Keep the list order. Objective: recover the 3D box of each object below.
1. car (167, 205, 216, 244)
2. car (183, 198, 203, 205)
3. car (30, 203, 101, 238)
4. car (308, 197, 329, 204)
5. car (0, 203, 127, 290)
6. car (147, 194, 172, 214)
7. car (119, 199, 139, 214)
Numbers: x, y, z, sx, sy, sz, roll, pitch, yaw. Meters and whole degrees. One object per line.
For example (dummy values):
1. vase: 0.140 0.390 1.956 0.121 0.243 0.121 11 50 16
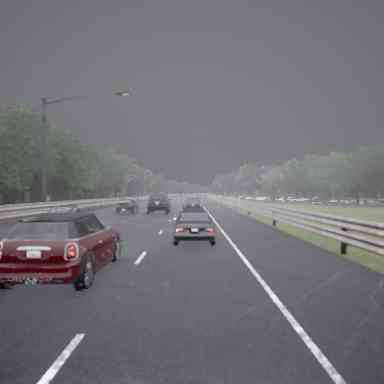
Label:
1. car: 0.102 1.553 15.693 2.033 1.411 5.357 0 0 0
2. car: 0.100 1.380 35.611 2.097 1.767 4.553 0 0 0
3. car: -6.892 1.492 18.781 2.128 1.511 4.902 1 0 0
4. car: 26.471 1.800 69.610 1.837 1.490 4.892 0 0 -23
5. car: -3.401 1.354 9.265 2.097 1.767 4.553 0 0 0
6. car: -3.405 1.248 35.199 2.150 2.045 5.566 0 0 0
7. car: -6.901 1.533 35.957 1.837 1.490 4.892 0 0 0
